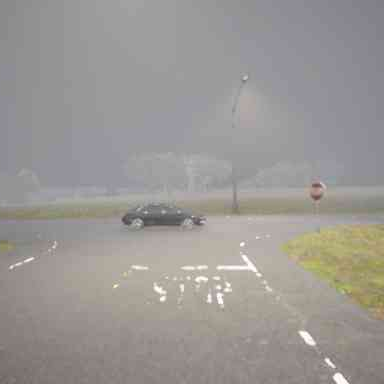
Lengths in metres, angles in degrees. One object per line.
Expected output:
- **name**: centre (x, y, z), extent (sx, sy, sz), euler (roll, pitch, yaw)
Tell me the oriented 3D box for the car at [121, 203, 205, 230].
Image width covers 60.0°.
- **car**: centre (-1.658, 1.403, 19.604), extent (4.892, 1.490, 1.837), euler (0, 0, 0)
